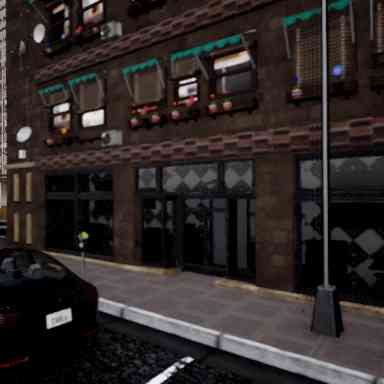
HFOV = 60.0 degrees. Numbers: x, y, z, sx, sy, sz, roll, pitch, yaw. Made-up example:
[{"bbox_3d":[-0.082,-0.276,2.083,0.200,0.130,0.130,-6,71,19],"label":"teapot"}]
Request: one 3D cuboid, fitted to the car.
[{"bbox_3d":[-3.297,1.560,5.236,4.313,1.339,1.947,0,0,36],"label":"car"}]
